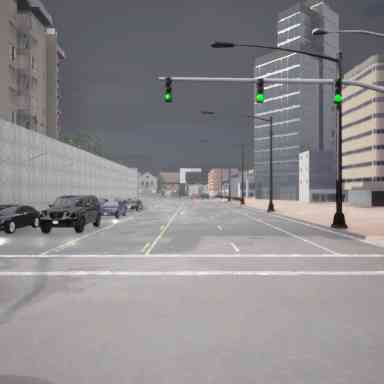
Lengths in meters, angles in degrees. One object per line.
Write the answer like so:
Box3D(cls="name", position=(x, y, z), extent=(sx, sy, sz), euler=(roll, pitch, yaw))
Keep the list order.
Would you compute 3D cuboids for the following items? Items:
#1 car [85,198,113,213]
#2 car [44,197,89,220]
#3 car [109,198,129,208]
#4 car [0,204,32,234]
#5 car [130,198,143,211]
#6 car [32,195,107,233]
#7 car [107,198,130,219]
Box3D(cls="car", position=(-10.618, 1.505, 38.321), extent=(1.837, 1.490, 4.892), euler=(0, 0, 0))
Box3D(cls="car", position=(-10.618, 1.352, 28.503), extent=(2.097, 1.767, 4.553), euler=(0, 0, 0))
Box3D(cls="car", position=(-10.586, 1.601, 48.381), extent=(1.895, 1.301, 4.718), euler=(0, 0, 0))
Box3D(cls="car", position=(-10.612, 1.505, 19.435), extent=(1.837, 1.490, 4.892), euler=(0, 0, 0))
Box3D(cls="car", position=(-7.116, 1.491, 40.051), extent=(2.128, 1.511, 4.902), euler=(0, 0, 0))
Box3D(cls="car", position=(-7.109, 1.221, 20.068), extent=(2.150, 2.045, 5.566), euler=(0, 0, 0))
Box3D(cls="car", position=(-7.117, 1.526, 29.708), extent=(1.812, 1.442, 4.674), euler=(0, 0, 0))
